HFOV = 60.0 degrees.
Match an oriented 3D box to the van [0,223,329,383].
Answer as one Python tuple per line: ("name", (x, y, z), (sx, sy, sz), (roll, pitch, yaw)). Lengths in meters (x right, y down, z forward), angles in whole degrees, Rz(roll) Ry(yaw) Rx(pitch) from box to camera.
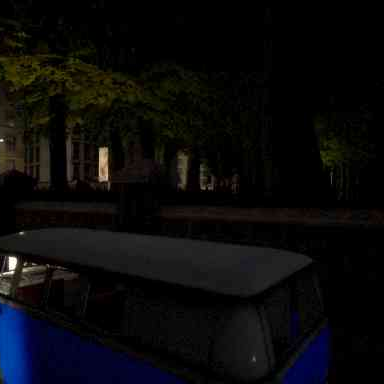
("van", (-0.719, 1.341, 3.374), (3.998, 1.788, 1.690), (0, 0, 36))
